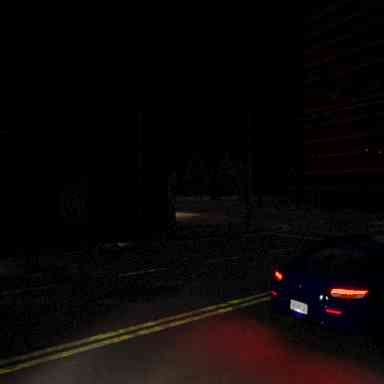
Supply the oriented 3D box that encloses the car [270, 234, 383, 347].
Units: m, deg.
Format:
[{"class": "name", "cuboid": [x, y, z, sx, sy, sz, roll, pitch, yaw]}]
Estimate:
[{"class": "car", "cuboid": [3.453, 1.526, 6.234, 4.674, 1.442, 1.812, 0, 0, -35]}]
